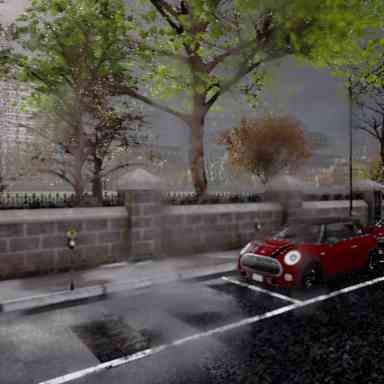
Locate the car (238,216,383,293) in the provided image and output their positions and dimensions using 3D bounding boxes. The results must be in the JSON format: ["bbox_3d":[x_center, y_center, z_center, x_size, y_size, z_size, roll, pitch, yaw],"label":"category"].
[{"bbox_3d":[3.131,1.437,8.789,4.097,1.590,1.967,0,0,-35],"label":"car"}]
